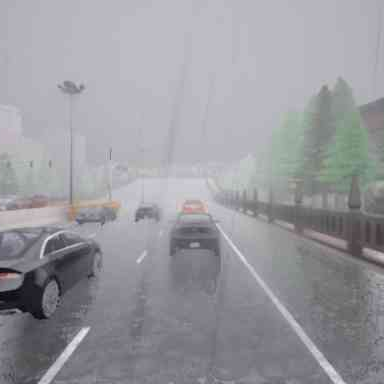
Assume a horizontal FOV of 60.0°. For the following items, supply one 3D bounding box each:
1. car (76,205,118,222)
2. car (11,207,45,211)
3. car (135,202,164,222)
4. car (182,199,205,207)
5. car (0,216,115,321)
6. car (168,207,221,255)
[{"bbox_3d":[-6.895,1.628,24.494,2.033,1.411,5.357,0,0,0],"label":"car"},{"bbox_3d":[-17.555,1.339,35.758,2.150,2.045,5.566,0,0,0],"label":"car"},{"bbox_3d":[-3.395,1.593,26.912,1.837,1.490,4.892,0,0,0],"label":"car"},{"bbox_3d":[0.106,1.455,31.135,2.097,1.767,4.553,0,0,0],"label":"car"},{"bbox_3d":[-3.404,1.514,7.308,2.128,1.511,4.902,0,0,0],"label":"car"},{"bbox_3d":[0.101,1.548,13.464,1.837,1.490,4.892,0,-1,0],"label":"car"}]
